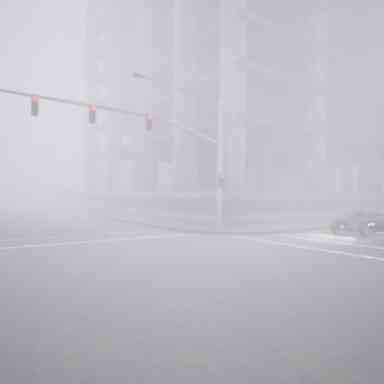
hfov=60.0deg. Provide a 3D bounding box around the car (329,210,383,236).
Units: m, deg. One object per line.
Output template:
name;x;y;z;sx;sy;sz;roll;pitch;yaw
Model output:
car;10.044;1.770;19.750;4.181;1.385;1.994;1;0;-35
